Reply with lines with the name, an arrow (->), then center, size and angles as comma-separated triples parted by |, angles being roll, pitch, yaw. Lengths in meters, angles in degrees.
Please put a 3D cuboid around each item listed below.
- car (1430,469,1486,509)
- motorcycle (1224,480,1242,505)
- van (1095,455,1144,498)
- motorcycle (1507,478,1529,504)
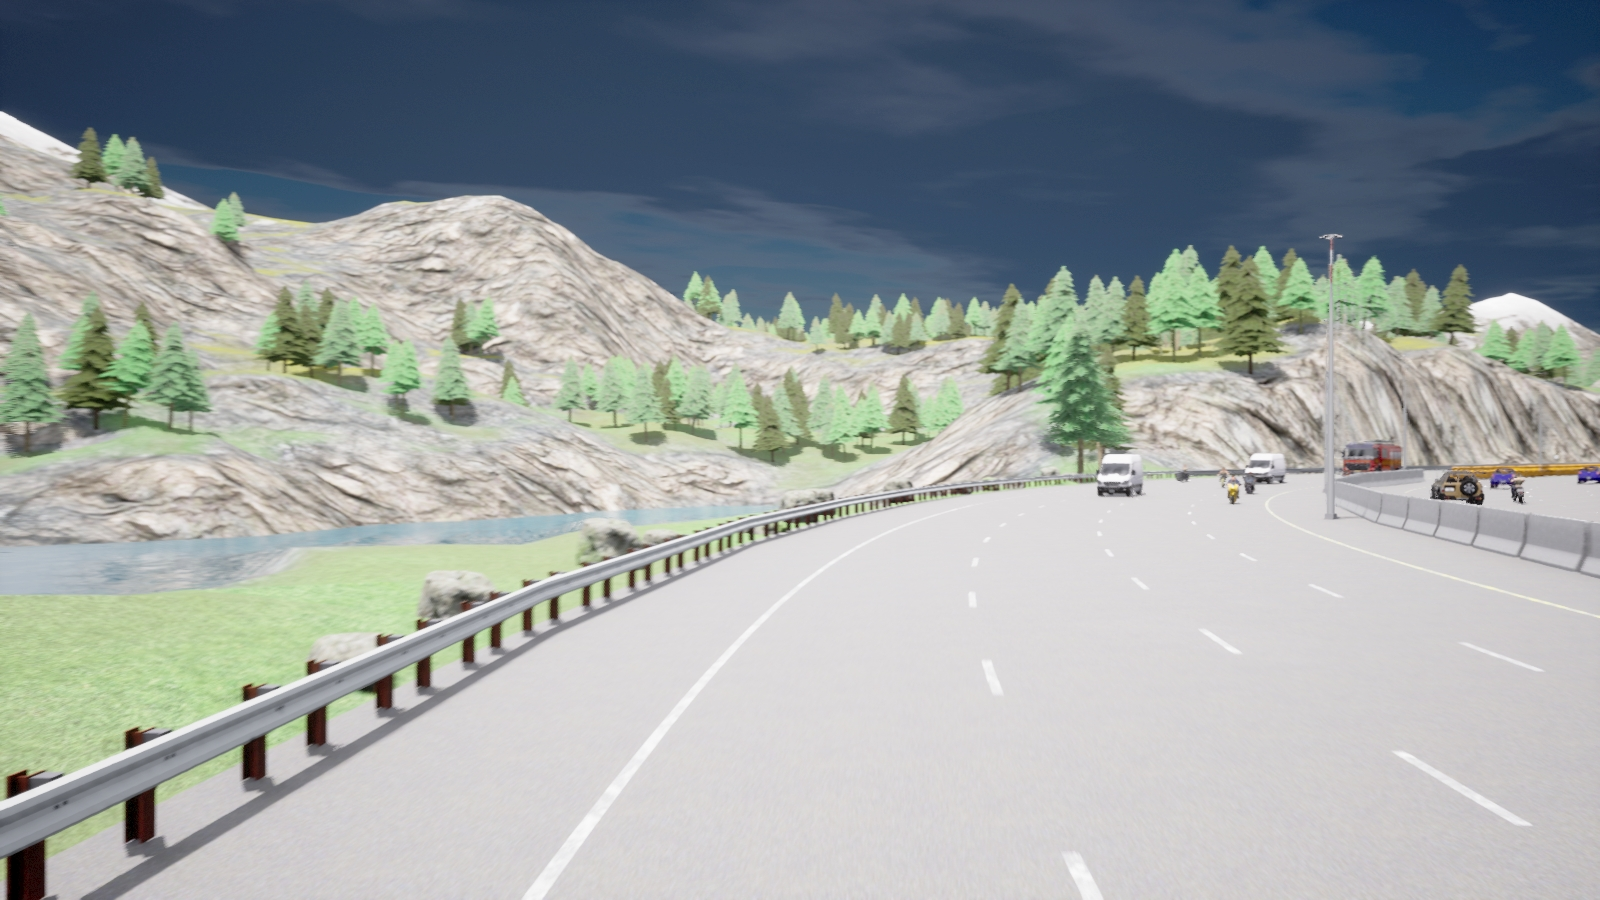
car -> 33.196, 1.925, 57.782 | 1.932, 1.855, 4.605 | 0, 0, 23
motorcycle -> 22.546, 2.219, 59.457 | 0.803, 1.217, 2.033 | 0, 0, 22
van -> 19.782, 1.571, 70.553 | 1.988, 2.561, 5.915 | 0, 0, 25
motorcycle -> 39.073, 2.219, 62.190 | 0.764, 1.325, 2.356 | 1, 0, 26
